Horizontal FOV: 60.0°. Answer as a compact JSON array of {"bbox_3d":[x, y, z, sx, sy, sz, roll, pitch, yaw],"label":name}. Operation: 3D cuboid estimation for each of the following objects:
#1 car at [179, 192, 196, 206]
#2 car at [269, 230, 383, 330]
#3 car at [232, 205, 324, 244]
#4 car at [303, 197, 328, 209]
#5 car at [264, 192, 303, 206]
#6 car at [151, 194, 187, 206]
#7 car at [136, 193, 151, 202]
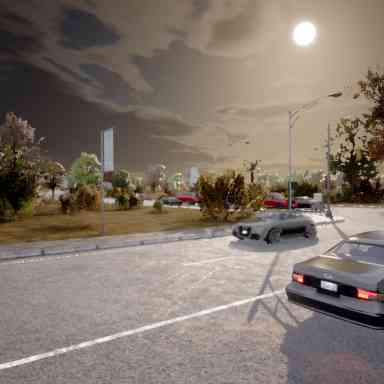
[{"bbox_3d":[-0.133,1.038,52.796,2.150,2.045,5.566,-1,1,-39],"label":"car"},{"bbox_3d":[4.204,1.527,6.774,5.357,1.411,2.033,0,0,-36],"label":"car"},{"bbox_3d":[3.870,1.514,15.413,4.181,1.385,1.994,0,0,-36],"label":"car"},{"bbox_3d":[12.631,1.302,37.022,2.128,1.511,4.902,-1,0,-39],"label":"car"},{"bbox_3d":[8.752,1.058,36.284,2.150,2.045,5.566,-1,0,-37],"label":"car"},{"bbox_3d":[-3.616,1.392,51.540,2.033,1.411,5.357,-1,0,-39],"label":"car"},{"bbox_3d":[-9.664,0.985,64.729,2.097,1.767,4.553,-1,0,-39],"label":"car"}]
